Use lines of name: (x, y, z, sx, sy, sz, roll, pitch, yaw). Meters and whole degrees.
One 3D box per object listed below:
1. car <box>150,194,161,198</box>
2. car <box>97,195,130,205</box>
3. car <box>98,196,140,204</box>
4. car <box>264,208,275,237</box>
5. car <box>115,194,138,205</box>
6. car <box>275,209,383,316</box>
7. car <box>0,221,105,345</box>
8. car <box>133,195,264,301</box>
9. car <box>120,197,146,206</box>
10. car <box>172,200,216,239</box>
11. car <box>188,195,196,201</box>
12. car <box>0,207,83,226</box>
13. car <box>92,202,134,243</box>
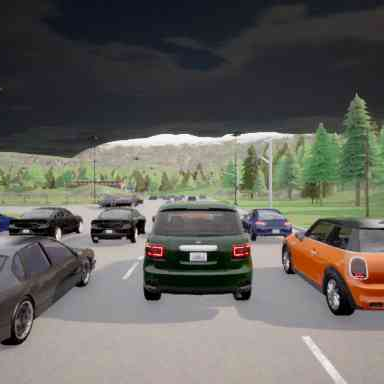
car: (-10.454, 1.355, 91.870, 2.097, 1.767, 4.553, 0, 0, 0)
car: (-11.204, 1.352, 48.017, 4.553, 1.767, 2.097, 0, 0, -36)
car: (-9.730, 1.601, 44.746, 4.718, 1.301, 1.895, 0, 0, -36)
car: (3.610, 1.526, 16.583, 1.812, 1.442, 4.674, 0, 0, 0)
car: (-11.831, 1.352, 60.110, 2.097, 1.767, 4.553, 0, 0, 18)
car: (3.600, 1.352, 7.683, 2.097, 1.767, 4.553, 0, 0, 0)
car: (-3.400, 1.547, 6.284, 2.033, 1.411, 5.357, 0, 0, 0)
car: (0.107, 1.221, 8.482, 2.150, 2.045, 5.566, 0, 0, 0)
car: (-9.827, 1.525, 55.584, 1.812, 1.442, 4.674, 1, 0, 26)
car: (0.109, 1.352, 18.004, 2.097, 1.767, 4.553, 0, 0, 0)
car: (0.041, 1.478, 82.813, 1.882, 1.535, 5.008, 0, 0, 0)
car: (-6.892, 1.478, 16.281, 1.882, 1.535, 5.008, 0, 0, 0)
car: (-3.392, 1.478, 16.111, 1.882, 1.535, 5.008, 0, 0, 0)
